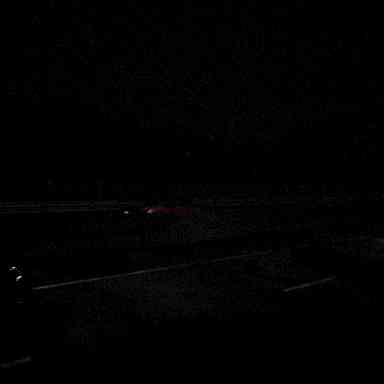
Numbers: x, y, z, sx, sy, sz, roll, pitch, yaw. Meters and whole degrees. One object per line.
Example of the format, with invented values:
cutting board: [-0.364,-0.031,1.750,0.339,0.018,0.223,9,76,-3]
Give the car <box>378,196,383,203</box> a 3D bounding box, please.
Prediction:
car: [30.454,1.107,50.216,5.566,2.045,2.150,0,0,-33]

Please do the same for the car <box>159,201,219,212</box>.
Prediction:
car: [0.352,1.530,21.392,4.181,1.385,1.994,0,0,-35]

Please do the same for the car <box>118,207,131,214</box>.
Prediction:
car: [-3.602,1.469,27.172,4.892,1.490,1.837,0,0,-35]

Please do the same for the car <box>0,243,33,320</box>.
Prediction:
car: [-5.194,1.225,4.341,5.566,2.045,2.150,0,0,-36]

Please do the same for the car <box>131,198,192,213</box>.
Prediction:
car: [-1.720,1.317,24.212,4.553,1.767,2.097,0,0,-35]
